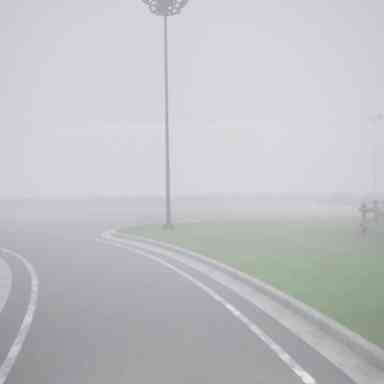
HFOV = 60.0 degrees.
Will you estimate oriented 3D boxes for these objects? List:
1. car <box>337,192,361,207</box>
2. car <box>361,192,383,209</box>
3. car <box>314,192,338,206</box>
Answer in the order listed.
[{"bbox_3d":[17.858,0.763,34.183,4.674,1.442,1.812,-1,1,-12],"label":"car"},{"bbox_3d":[18.570,0.802,30.757,4.674,1.442,1.812,-1,1,-12],"label":"car"},{"bbox_3d":[16.630,0.754,37.503,5.357,1.411,2.033,-1,1,-12],"label":"car"}]
